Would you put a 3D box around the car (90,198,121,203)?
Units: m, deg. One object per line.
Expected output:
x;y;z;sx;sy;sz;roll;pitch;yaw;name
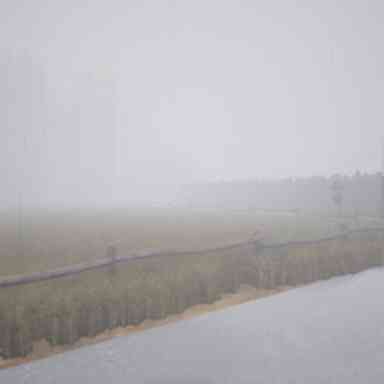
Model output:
-13.682;1.679;53.467;5.357;1.411;2.033;0;0;-24;car

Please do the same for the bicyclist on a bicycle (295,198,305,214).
10.977;1.433;33.717;1.656;1.620;0.582;0;0;-36;bicyclist on a bicycle
